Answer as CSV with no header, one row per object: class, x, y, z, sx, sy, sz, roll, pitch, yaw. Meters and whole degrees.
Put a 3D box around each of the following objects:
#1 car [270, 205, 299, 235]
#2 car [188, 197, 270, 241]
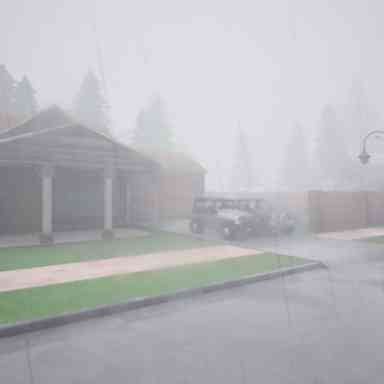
car,3.287,1.218,17.664,1.932,1.855,4.605,0,0,-36
car,1.468,1.211,15.885,1.905,1.878,3.866,0,0,-36
